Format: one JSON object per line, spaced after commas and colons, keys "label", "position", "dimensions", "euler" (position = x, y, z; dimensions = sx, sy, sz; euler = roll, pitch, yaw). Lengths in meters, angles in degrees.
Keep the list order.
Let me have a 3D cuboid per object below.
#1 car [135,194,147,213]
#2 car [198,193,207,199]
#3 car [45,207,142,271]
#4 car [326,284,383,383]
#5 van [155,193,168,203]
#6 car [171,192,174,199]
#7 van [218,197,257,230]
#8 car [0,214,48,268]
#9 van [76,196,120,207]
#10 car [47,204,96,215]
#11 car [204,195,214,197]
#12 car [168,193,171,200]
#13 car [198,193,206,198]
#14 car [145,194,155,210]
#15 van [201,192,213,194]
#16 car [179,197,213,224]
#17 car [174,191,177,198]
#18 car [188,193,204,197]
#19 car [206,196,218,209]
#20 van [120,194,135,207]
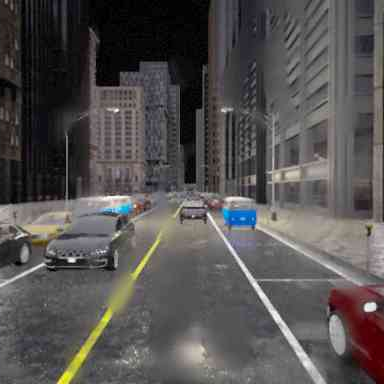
{"label": "car", "position": [-5.770, 1.268, 31.189], "dimensions": [1.967, 1.590, 4.097], "euler": [0, 0, 0]}
{"label": "car", "position": [2.749, 1.061, 87.601], "dimensions": [2.008, 1.369, 4.403], "euler": [0, 0, 0]}
{"label": "car", "position": [-3.001, 1.445, 10.733], "dimensions": [1.837, 1.490, 4.892], "euler": [0, 0, 0]}
{"label": "car", "position": [2.759, 1.528, 2.992], "dimensions": [1.887, 1.381, 4.507], "euler": [0, 0, 0]}
{"label": "van", "position": [-5.774, 1.013, 59.393], "dimensions": [1.690, 1.788, 3.998], "euler": [0, 0, 0]}
{"label": "car", "position": [-5.776, 1.142, 76.316], "dimensions": [1.947, 1.339, 4.313], "euler": [0, 0, 0]}
{"label": "van", "position": [2.756, 1.231, 19.913], "dimensions": [1.690, 1.788, 3.998], "euler": [0, 0, 0]}
{"label": "car", "position": [-5.767, 1.503, 8.627], "dimensions": [2.008, 1.369, 4.403], "euler": [0, 0, 0]}
{"label": "van", "position": [-5.769, 1.231, 19.907], "dimensions": [1.690, 1.788, 3.998], "euler": [0, 0, 0]}
{"label": "car", "position": [-5.768, 1.447, 14.097], "dimensions": [1.752, 1.417, 4.829], "euler": [0, 0, 0]}
{"label": "car", "position": [2.754, 1.348, 42.477], "dimensions": [1.802, 1.307, 4.206], "euler": [0, 0, 0]}
{"label": "car", "position": [-5.774, 1.185, 65.035], "dimensions": [1.887, 1.381, 4.507], "euler": [0, 0, 0]}
{"label": "car", "position": [2.748, 1.042, 93.241], "dimensions": [1.947, 1.339, 4.313], "euler": [0, 0, 0]}
{"label": "car", "position": [-5.771, 1.112, 36.830], "dimensions": [2.192, 1.841, 5.009], "euler": [0, 0, 0]}
{"label": "van", "position": [2.752, 1.044, 53.756], "dimensions": [1.690, 1.788, 3.998], "euler": [0, 0, 0]}
{"label": "car", "position": [0.096, 1.360, 23.867], "dimensions": [2.128, 1.511, 4.902], "euler": [0, 0, 0]}
{"label": "car", "position": [-5.777, 0.951, 87.597], "dimensions": [1.967, 1.590, 4.097], "euler": [0, 0, 0]}
{"label": "car", "position": [0.094, 1.265, 41.188], "dimensions": [2.128, 1.511, 4.902], "euler": [0, 0, 0]}
{"label": "car", "position": [2.755, 1.379, 36.836], "dimensions": [1.802, 1.307, 4.206], "euler": [0, 0, 0]}
{"label": "van", "position": [-5.770, 1.200, 25.548], "dimensions": [1.690, 1.788, 3.998], "euler": [0, 0, 0]}
